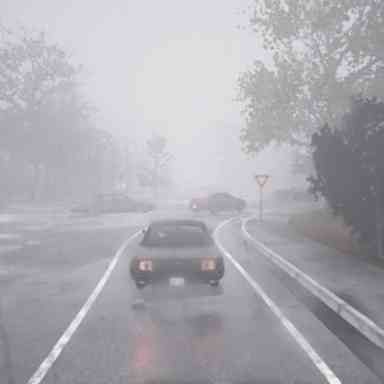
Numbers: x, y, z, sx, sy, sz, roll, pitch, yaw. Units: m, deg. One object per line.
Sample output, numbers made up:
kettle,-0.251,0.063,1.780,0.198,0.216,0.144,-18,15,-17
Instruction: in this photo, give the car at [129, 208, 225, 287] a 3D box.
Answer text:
car,-0.372,1.359,8.661,1.895,1.301,4.718,0,2,-2

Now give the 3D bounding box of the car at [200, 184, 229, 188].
car,3.510,-0.618,51.876,2.033,1.411,5.357,-2,3,-42

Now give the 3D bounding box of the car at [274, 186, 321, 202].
car,10.823,0.132,33.572,5.008,1.535,1.882,0,2,-13

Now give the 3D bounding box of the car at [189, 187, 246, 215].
car,1.768,0.664,22.690,1.812,1.442,4.674,3,4,44

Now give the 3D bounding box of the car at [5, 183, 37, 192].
car,-27.381,-0.739,53.363,4.674,1.442,1.812,-1,3,-43

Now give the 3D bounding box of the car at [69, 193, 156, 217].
car,-5.056,0.745,21.331,5.357,1.411,2.033,-1,3,-23
